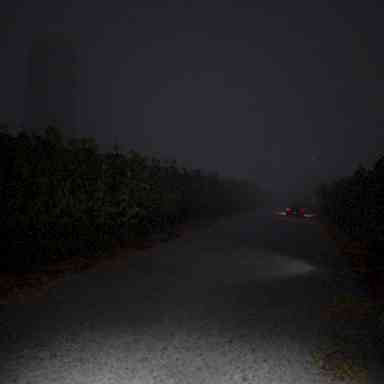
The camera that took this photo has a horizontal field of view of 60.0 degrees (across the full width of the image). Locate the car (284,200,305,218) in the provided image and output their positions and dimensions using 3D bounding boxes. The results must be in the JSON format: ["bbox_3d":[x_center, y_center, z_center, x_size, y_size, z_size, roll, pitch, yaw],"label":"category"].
[{"bbox_3d":[11.137,1.943,35.870,1.812,1.442,4.674,3,1,18],"label":"car"}]

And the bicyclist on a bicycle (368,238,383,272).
[{"bbox_3d":[6.227,1.682,9.973,1.656,1.620,0.582,4,1,18],"label":"bicyclist on a bicycle"}]

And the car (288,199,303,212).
[{"bbox_3d":[14.890,1.905,47.762,1.882,1.535,5.008,3,1,18],"label":"car"}]
